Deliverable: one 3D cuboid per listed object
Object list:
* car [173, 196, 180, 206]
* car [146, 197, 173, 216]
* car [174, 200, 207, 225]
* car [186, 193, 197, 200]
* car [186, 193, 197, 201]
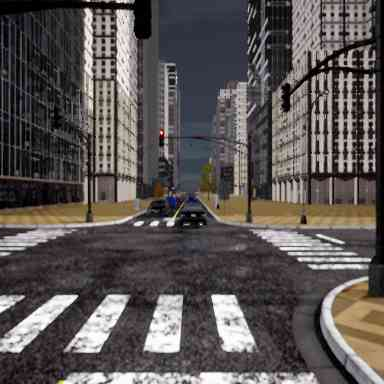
[{"bbox_3d":[-3.168,1.400,47.294,1.882,1.535,5.008,0,0,0],"label":"car"},{"bbox_3d":[-3.149,1.450,31.494,1.837,1.490,4.892,0,1,0],"label":"car"},{"bbox_3d":[0.068,1.516,23.537,2.033,1.411,5.357,0,0,0],"label":"car"},{"bbox_3d":[-0.097,1.423,61.246,1.812,1.442,4.674,0,0,0],"label":"car"},{"bbox_3d":[-0.114,1.067,71.220,2.097,1.767,4.553,0,0,0],"label":"car"}]
